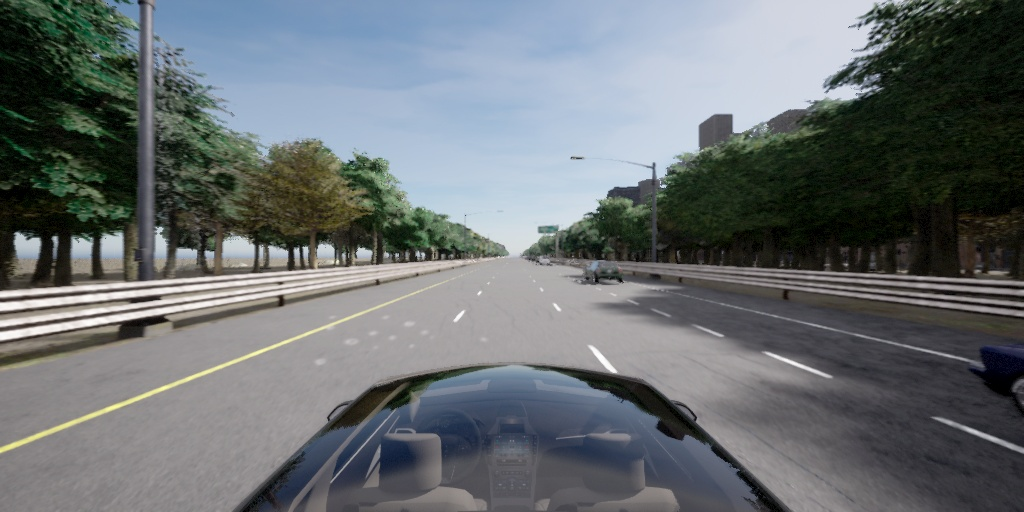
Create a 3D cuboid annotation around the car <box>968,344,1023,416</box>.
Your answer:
[{"bbox_3d":[6.999,1.355,2.561,1.895,1.301,4.718,0,0,0],"label":"car"}]

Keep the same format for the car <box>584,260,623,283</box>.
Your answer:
[{"bbox_3d":[7.025,1.113,27.946,2.097,1.767,4.553,0,0,0],"label":"car"}]
